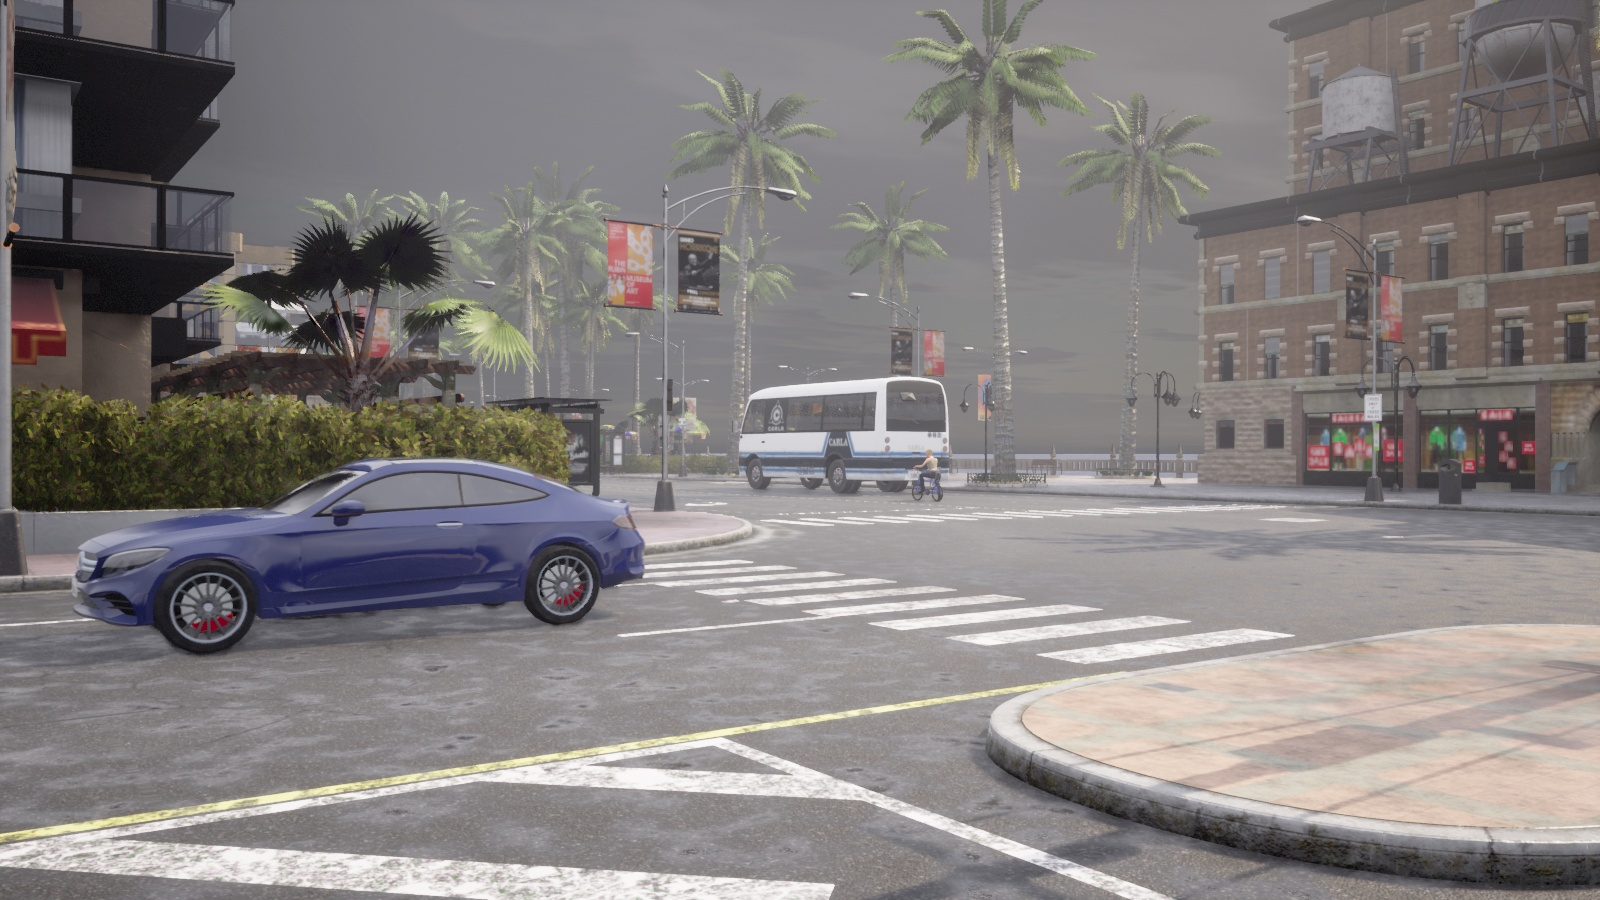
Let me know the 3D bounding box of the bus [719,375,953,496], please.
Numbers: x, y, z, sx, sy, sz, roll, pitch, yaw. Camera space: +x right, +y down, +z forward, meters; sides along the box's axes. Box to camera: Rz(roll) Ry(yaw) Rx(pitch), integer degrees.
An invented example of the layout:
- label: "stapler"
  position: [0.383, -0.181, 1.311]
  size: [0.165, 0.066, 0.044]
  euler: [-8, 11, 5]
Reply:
- label: "bus"
  position: [1.119, -0.506, 49.471]
  size: [3.944, 4.253, 10.273]
  euler: [0, 0, -34]

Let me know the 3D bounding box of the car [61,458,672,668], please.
- label: "car"
  position: [-3.604, 0.805, 10.864]
  size: [4.674, 1.442, 1.812]
  euler: [0, 0, -35]

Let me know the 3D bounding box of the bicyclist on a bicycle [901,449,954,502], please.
- label: "bicyclist on a bicycle"
  position: [3.960, 0.769, 39.015]
  size: [0.866, 1.612, 1.509]
  euler: [0, 0, -34]
